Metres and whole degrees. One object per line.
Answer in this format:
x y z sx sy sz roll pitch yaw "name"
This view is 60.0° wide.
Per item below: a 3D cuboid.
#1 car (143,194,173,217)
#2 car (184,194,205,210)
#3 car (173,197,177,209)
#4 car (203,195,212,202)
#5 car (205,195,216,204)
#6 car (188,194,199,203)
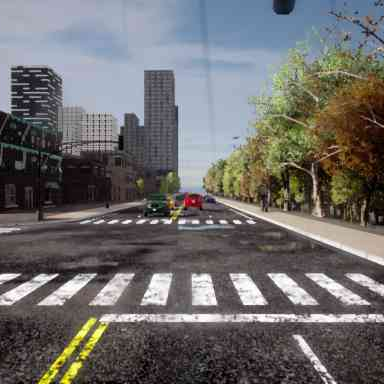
-3.283 1.211 32.070 2.150 2.045 5.566 0 0 0 "car"
0.186 1.208 42.410 2.150 2.045 5.566 0 0 0 "car"
-3.259 1.463 42.253 1.882 1.535 5.008 0 0 0 "car"
3.388 1.470 73.092 1.837 1.490 4.892 0 0 0 "car"
3.470 1.540 63.136 1.994 1.385 4.181 0 0 0 "car"
0.222 1.325 66.110 2.097 1.767 4.553 0 0 0 "car"
